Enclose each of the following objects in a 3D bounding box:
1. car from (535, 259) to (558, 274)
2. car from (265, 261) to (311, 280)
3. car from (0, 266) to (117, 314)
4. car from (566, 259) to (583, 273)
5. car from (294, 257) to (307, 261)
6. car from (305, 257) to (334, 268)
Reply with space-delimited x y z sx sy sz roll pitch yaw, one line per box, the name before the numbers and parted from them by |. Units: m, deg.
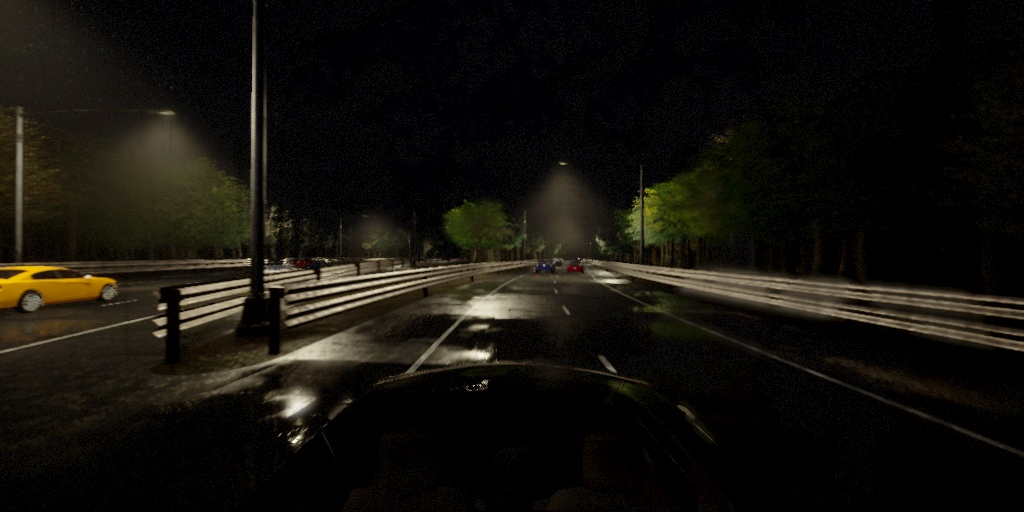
car | 4.085 1.143 43.466 2.097 1.767 4.553 0 0 10
car | -17.044 1.238 26.834 1.895 1.301 4.718 0 0 -13
car | -17.155 1.117 13.015 1.882 1.535 5.008 0 0 -15
car | 7.673 1.377 43.672 1.994 1.385 4.181 0 0 11
car | -28.724 0.898 49.663 2.097 1.767 4.553 0 0 -9
car | -24.443 1.142 46.154 1.994 1.385 4.181 0 0 -9
